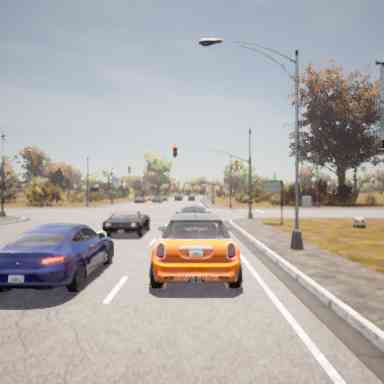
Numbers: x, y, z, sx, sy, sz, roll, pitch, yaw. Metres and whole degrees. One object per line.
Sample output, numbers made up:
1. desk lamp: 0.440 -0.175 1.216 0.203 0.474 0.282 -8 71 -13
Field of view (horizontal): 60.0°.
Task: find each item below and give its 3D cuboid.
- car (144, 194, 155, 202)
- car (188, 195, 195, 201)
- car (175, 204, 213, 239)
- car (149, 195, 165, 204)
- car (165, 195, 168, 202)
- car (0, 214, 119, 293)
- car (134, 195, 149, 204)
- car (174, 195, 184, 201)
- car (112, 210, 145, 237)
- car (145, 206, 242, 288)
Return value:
1. car: -10.617 1.455 83.349 2.097 1.767 4.553 0 0 0
2. car: -0.119 1.597 86.550 1.837 1.490 4.892 0 0 0
3. car: 0.074 1.527 18.537 1.837 1.490 4.892 0 0 0
4. car: -7.100 1.582 67.901 1.837 1.490 4.892 0 0 0
5. car: -7.117 1.578 83.362 1.882 1.535 5.008 0 0 0
6. car: -3.411 1.537 8.766 1.812 1.442 4.674 0 0 0
7. car: -10.597 1.623 67.838 2.033 1.411 5.357 0 0 0
8. car: -3.619 1.597 86.546 1.837 1.490 4.892 0 0 0
9. car: -3.425 1.623 18.268 1.895 1.301 4.718 0 0 0
10. car: 0.088 1.364 9.411 2.097 1.767 4.553 0 0 0
